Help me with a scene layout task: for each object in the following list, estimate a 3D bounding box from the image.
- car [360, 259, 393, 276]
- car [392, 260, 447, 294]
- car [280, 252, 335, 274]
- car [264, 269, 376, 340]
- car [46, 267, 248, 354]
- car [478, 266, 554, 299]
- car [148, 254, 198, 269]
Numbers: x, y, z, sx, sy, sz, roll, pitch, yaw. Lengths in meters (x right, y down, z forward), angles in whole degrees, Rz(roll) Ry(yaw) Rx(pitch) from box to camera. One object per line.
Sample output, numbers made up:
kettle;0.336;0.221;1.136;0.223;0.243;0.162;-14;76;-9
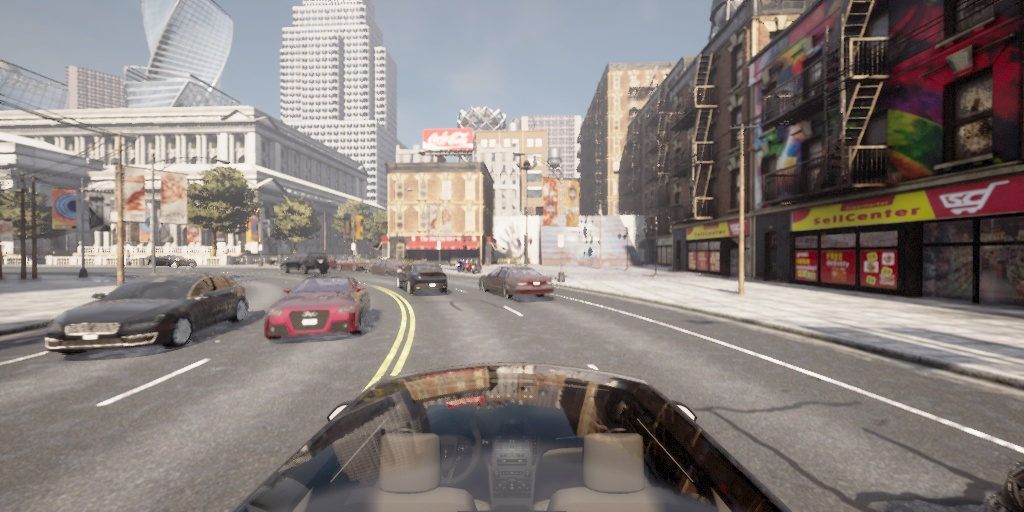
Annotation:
car;-11.258;1.036;32.457;5.357;1.411;2.033;0;1;41
car;-4.885;1.107;19.098;1.837;1.490;4.892;0;0;-28
car;-19.941;0.683;34.507;5.566;2.045;2.150;-1;0;32
car;-5.027;1.245;9.797;1.994;1.385;4.181;0;0;-17
car;-8.306;1.194;8.800;1.837;1.490;4.892;1;0;-17
car;0.015;1.166;17.195;2.033;1.411;5.357;0;1;-24
car;-35.090;0.540;37.124;5.008;1.535;1.882;0;0;14
